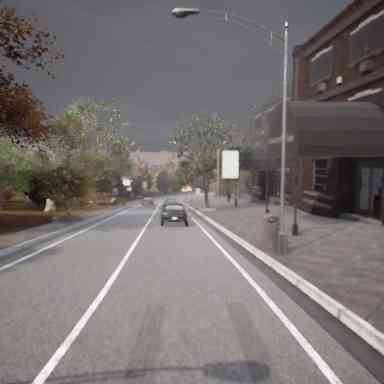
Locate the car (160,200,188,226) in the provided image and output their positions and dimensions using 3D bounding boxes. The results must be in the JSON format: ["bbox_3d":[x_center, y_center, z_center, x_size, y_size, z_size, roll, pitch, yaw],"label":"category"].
[{"bbox_3d":[-1.271,1.505,23.357,1.812,1.442,4.674,-1,0,-4],"label":"car"}]

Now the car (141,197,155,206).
[{"bbox_3d":[-7.144,1.530,54.011,1.812,1.442,4.674,-1,0,-4],"label":"car"}]
